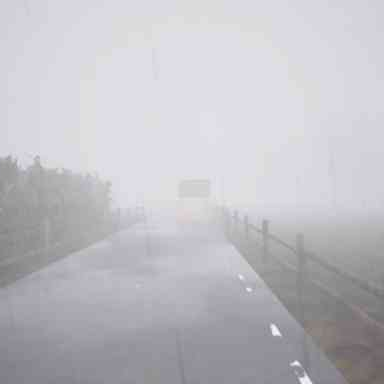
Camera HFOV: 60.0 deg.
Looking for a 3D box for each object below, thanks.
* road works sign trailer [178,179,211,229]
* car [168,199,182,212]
[{"bbox_3d":[0.174,0.818,24.752,2.380,3.560,2.880,0,-1,-3],"label":"road works sign trailer"},{"bbox_3d":[-2.801,2.287,57.460,2.150,2.045,5.566,0,-1,1],"label":"car"}]
